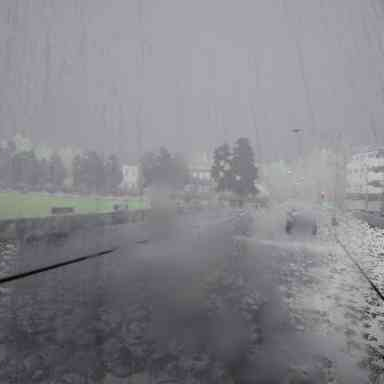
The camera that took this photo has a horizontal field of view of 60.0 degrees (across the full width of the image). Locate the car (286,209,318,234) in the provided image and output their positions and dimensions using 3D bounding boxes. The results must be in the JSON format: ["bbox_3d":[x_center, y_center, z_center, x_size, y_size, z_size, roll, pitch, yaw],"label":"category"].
[{"bbox_3d":[7.272,1.859,22.073,1.812,1.442,4.674,3,0,19],"label":"car"}]
